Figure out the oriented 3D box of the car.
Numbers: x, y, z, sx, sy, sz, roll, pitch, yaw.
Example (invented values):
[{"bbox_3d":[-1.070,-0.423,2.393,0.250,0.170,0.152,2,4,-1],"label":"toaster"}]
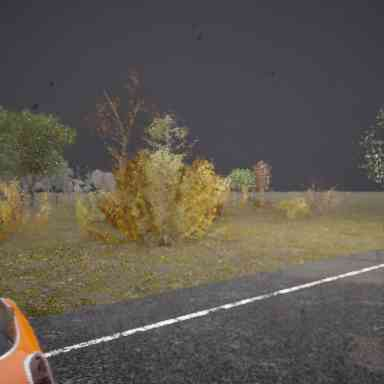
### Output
[{"bbox_3d":[-3.154,1.357,1.714,4.553,1.767,2.097,0,0,-36],"label":"car"}]
